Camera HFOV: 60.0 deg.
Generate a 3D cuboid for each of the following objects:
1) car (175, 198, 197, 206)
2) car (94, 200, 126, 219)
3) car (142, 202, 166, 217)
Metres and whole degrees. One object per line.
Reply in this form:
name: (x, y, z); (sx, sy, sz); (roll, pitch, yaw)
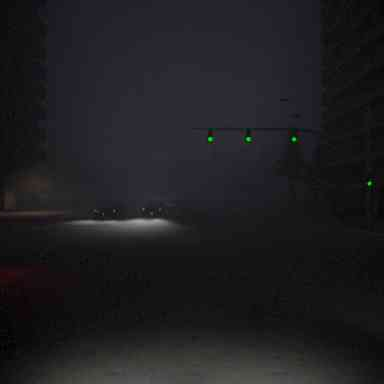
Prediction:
car: (-1.085, 1.588, 53.581); (1.895, 1.301, 4.718); (0, 0, -27)
car: (-7.057, 1.506, 28.995); (1.837, 1.490, 4.892); (0, 0, 0)
car: (-3.543, 1.601, 31.631); (1.895, 1.301, 4.718); (0, 0, 1)
